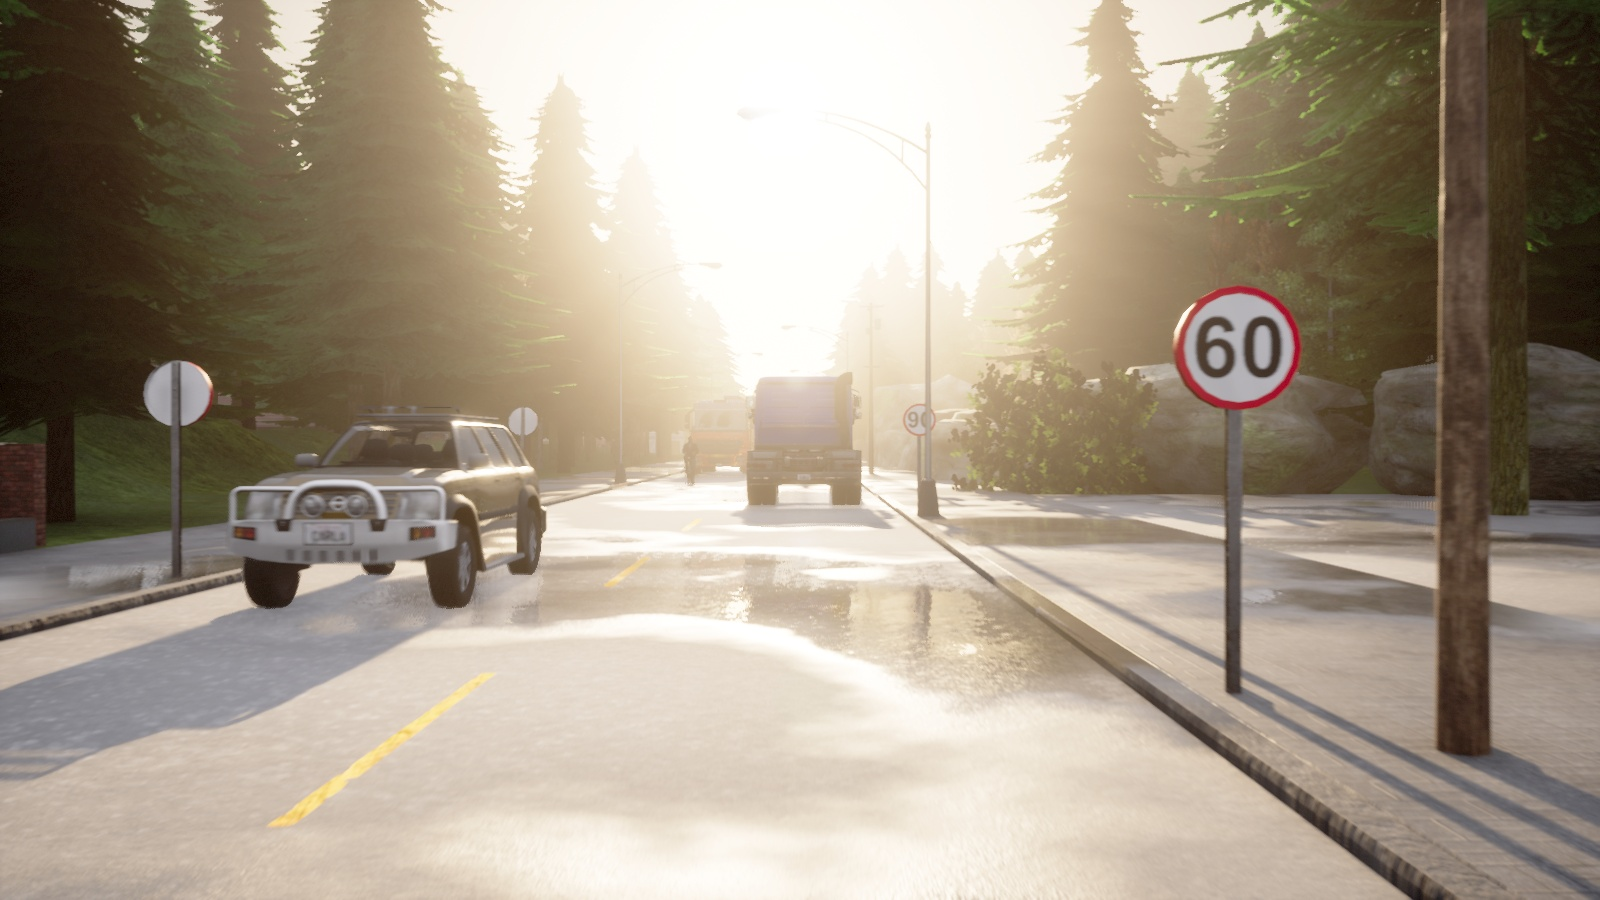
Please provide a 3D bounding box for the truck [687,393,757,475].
[{"bbox_3d":[-3.770,-0.774,62.632,2.891,3.827,8.468,0,0,0],"label":"truck"}]

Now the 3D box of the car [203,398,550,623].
[{"bbox_3d":[-3.950,0.489,12.650,1.932,1.855,4.605,0,0,0],"label":"car"}]

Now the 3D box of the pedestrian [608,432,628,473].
[{"bbox_3d":[-8.723,0.110,60.253,0.659,1.952,0.873,0,0,14],"label":"pedestrian"}]

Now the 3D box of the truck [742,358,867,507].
[{"bbox_3d":[0.110,-0.422,33.119,2.891,3.462,7.936,0,0,0],"label":"truck"}]
